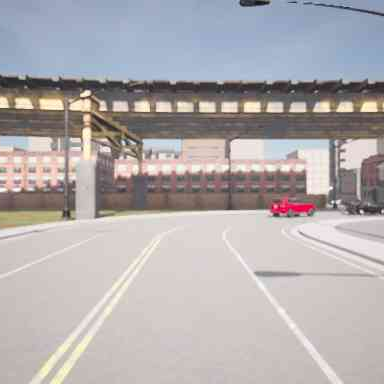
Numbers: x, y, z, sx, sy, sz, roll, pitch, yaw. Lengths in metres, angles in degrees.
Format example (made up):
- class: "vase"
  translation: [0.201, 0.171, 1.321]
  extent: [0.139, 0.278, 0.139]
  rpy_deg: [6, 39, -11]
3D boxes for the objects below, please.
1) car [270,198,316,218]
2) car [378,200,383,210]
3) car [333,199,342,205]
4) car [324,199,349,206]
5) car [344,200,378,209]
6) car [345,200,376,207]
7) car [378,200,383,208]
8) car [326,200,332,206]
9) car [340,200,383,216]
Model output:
- class: "car"
  translation: [10.664, 1.635, 35.126]
  extent: [5.566, 2.045, 2.150]
  rpy_deg: [0, -1, -34]
- class: "car"
  translation: [32.230, 2.102, 55.475]
  extent: [2.038, 1.542, 4.974]
  rpy_deg: [0, -1, 31]
- class: "car"
  translation: [33.632, 2.200, 77.203]
  extent: [1.853, 1.218, 4.536]
  rpy_deg: [0, -1, -34]
- class: "car"
  translation: [33.603, 2.358, 77.244]
  extent: [2.038, 1.542, 4.974]
  rpy_deg: [0, -1, -34]
- class: "car"
  translation: [29.186, 2.128, 57.633]
  extent: [2.038, 1.542, 4.974]
  rpy_deg: [0, -1, -29]
- class: "car"
  translation: [29.161, 1.971, 57.680]
  extent: [1.853, 1.218, 4.536]
  rpy_deg: [0, -1, -29]
- class: "car"
  translation: [32.257, 1.945, 55.522]
  extent: [1.853, 1.218, 4.536]
  rpy_deg: [0, -1, 31]
- class: "car"
  translation: [29.557, 2.192, 76.461]
  extent: [4.536, 1.218, 1.853]
  rpy_deg: [1, -1, -39]
- class: "car"
  translation: [20.540, 1.949, 38.993]
  extent: [4.902, 1.511, 2.128]
  rpy_deg: [0, -1, -11]
